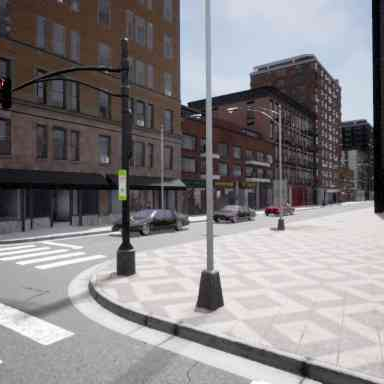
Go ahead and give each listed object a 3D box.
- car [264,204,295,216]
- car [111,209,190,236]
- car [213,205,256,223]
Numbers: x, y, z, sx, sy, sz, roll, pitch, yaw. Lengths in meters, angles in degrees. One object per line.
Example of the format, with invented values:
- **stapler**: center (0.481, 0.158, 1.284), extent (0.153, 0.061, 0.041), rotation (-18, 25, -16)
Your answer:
- **car**: center (9.653, 1.929, 36.522), extent (1.895, 1.301, 4.718), rotation (-1, -1, 36)
- **car**: center (-2.260, 1.708, 19.981), extent (2.033, 1.411, 5.357), rotation (-1, -1, 36)
- **car**: center (3.642, 1.793, 28.191), extent (2.033, 1.411, 5.357), rotation (-1, -1, 35)
